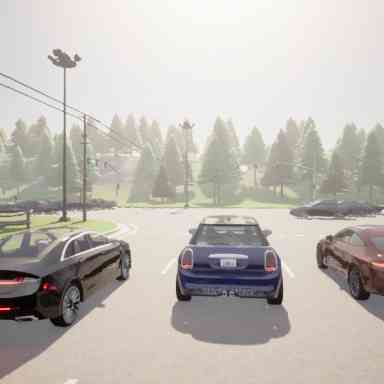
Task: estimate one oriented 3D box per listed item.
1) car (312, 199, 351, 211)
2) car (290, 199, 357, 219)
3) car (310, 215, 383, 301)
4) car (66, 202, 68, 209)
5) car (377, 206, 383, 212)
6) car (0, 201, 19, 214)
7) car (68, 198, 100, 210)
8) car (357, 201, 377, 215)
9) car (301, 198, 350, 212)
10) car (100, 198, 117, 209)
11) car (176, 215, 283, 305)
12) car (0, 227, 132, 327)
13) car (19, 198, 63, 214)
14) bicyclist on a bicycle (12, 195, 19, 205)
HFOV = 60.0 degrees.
[{"bbox_3d":[17.294,1.566,41.424,4.181,1.385,1.994,0,0,7],"label":"car"},{"bbox_3d":[10.808,1.493,28.124,4.902,1.511,2.128,0,0,7],"label":"car"},{"bbox_3d":[4.439,1.526,8.125,1.812,1.442,4.674,0,0,7],"label":"car"},{"bbox_3d":[-17.606,1.479,38.727,5.008,1.535,1.882,0,0,7],"label":"car"},{"bbox_3d":[16.976,1.603,34.408,4.718,1.301,1.895,0,0,7],"label":"car"},{"bbox_3d":[-19.613,1.527,31.924,4.674,1.442,1.812,0,0,7],"label":"car"},{"bbox_3d":[-14.565,1.603,41.875,4.718,1.301,1.895,0,0,7],"label":"car"},{"bbox_3d":[14.288,1.527,31.219,4.674,1.442,1.812,0,0,7],"label":"car"},{"bbox_3d":[15.204,1.493,38.157,4.902,1.511,2.128,0,0,7],"label":"car"},{"bbox_3d":[-12.986,1.549,45.206,5.357,1.411,2.033,0,0,7],"label":"car"},{"bbox_3d":[0.941,1.352,8.360,2.097,1.767,4.553,0,0,7],"label":"car"},{"bbox_3d":[-2.741,1.492,7.075,2.128,1.511,4.902,0,0,7],"label":"car"},{"bbox_3d":[-16.994,1.549,35.124,5.357,1.411,2.033,0,0,7],"label":"car"},{"bbox_3d":[-27.072,1.305,50.958,0.582,1.620,1.656,0,0,7],"label":"bicyclist on a bicycle"}]
